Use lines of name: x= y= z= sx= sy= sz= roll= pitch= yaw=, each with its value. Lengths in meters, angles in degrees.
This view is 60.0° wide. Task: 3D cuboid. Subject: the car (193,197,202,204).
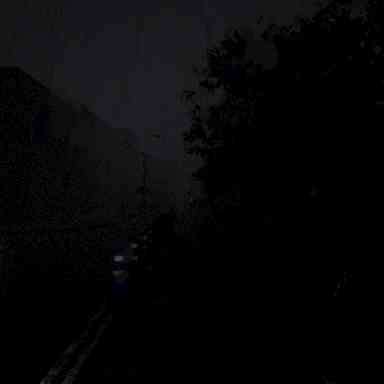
car: x=1.131 y=1.696 z=69.303 sx=1.895 sy=1.301 sz=4.718 roll=0 pitch=0 yaw=1

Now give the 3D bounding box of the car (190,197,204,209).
car: x=0.770 y=1.679 z=48.764 sx=1.994 sy=1.385 sz=4.181 roll=0 pitch=0 yaw=1
